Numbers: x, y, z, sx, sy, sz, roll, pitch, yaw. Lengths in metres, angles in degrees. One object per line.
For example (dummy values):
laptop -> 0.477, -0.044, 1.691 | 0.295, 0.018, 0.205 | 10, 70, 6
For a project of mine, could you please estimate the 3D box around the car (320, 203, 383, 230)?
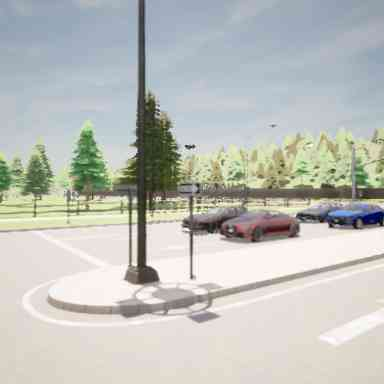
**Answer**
car -> 10.711, 1.460, 21.364 | 5.008, 1.535, 1.882 | 0, 0, -35

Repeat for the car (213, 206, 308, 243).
car -> 3.379, 1.554, 16.207 | 4.181, 1.385, 1.994 | 0, 0, -36

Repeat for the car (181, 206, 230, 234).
car -> 2.017, 1.537, 19.529 | 5.357, 1.411, 2.033 | 0, 0, -35

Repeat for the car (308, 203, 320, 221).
car -> 10.250, 1.528, 25.307 | 5.357, 1.411, 2.033 | 0, 0, -36
